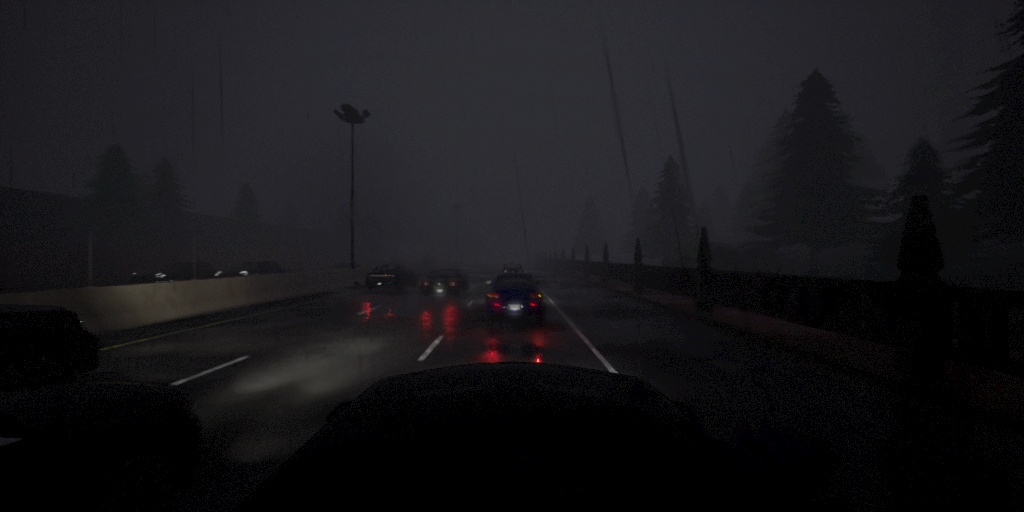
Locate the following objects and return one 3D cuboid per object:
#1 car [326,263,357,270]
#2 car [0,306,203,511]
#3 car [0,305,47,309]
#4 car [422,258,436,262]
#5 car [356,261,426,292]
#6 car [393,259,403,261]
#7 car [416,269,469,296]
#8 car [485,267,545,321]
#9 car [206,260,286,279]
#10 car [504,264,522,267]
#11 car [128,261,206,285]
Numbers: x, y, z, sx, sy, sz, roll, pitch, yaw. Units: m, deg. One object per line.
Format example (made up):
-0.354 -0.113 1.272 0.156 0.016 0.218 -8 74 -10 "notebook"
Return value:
-14.107 1.295 30.282 2.033 1.411 5.357 0 0 0 "car"
-3.400 1.241 0.870 2.128 1.511 4.902 0 0 0 "car"
-6.901 0.971 2.613 2.150 2.045 5.566 0 0 0 "car"
-14.077 1.099 60.794 2.097 1.767 4.553 0 0 0 "car"
-6.905 1.240 21.106 2.128 1.511 4.902 0 0 0 "car"
-17.592 1.272 55.160 1.812 1.442 4.674 0 0 0 "car"
-3.406 1.350 19.136 1.895 1.301 4.718 0 0 0 "car"
0.083 1.275 12.343 1.812 1.442 4.674 0 0 0 "car"
-17.602 1.099 24.338 2.097 1.767 4.553 0 0 0 "car"
0.089 1.349 32.831 1.895 1.301 4.718 0 0 0 "car"
-21.104 1.099 22.599 2.097 1.767 4.553 0 0 0 "car"
